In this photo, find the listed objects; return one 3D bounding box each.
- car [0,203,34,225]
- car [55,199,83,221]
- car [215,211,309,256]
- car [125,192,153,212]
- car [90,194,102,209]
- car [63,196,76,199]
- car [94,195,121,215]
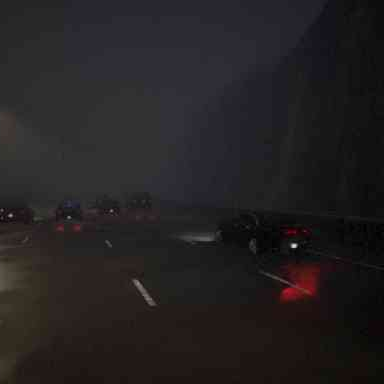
[{"bbox_3d":[-12.366,1.475,23.364,1.994,1.385,4.181,0,0,-20],"label":"car"},{"bbox_3d":[-9.628,1.500,26.074,1.895,1.301,4.718,0,0,-20],"label":"car"},{"bbox_3d":[2.519,1.500,13.198,1.837,1.490,4.892,0,0,-20],"label":"car"},{"bbox_3d":[-5.798,1.040,36.005,2.150,2.045,5.566,0,1,-20],"label":"car"},{"bbox_3d":[-11.507,1.079,41.439,2.097,1.767,4.553,0,1,-20],"label":"car"},{"bbox_3d":[-13.803,1.243,37.521,1.882,1.535,5.008,0,1,-20],"label":"car"},{"bbox_3d":[-7.927,1.361,31.621,1.837,1.490,4.892,0,1,-20],"label":"car"}]
